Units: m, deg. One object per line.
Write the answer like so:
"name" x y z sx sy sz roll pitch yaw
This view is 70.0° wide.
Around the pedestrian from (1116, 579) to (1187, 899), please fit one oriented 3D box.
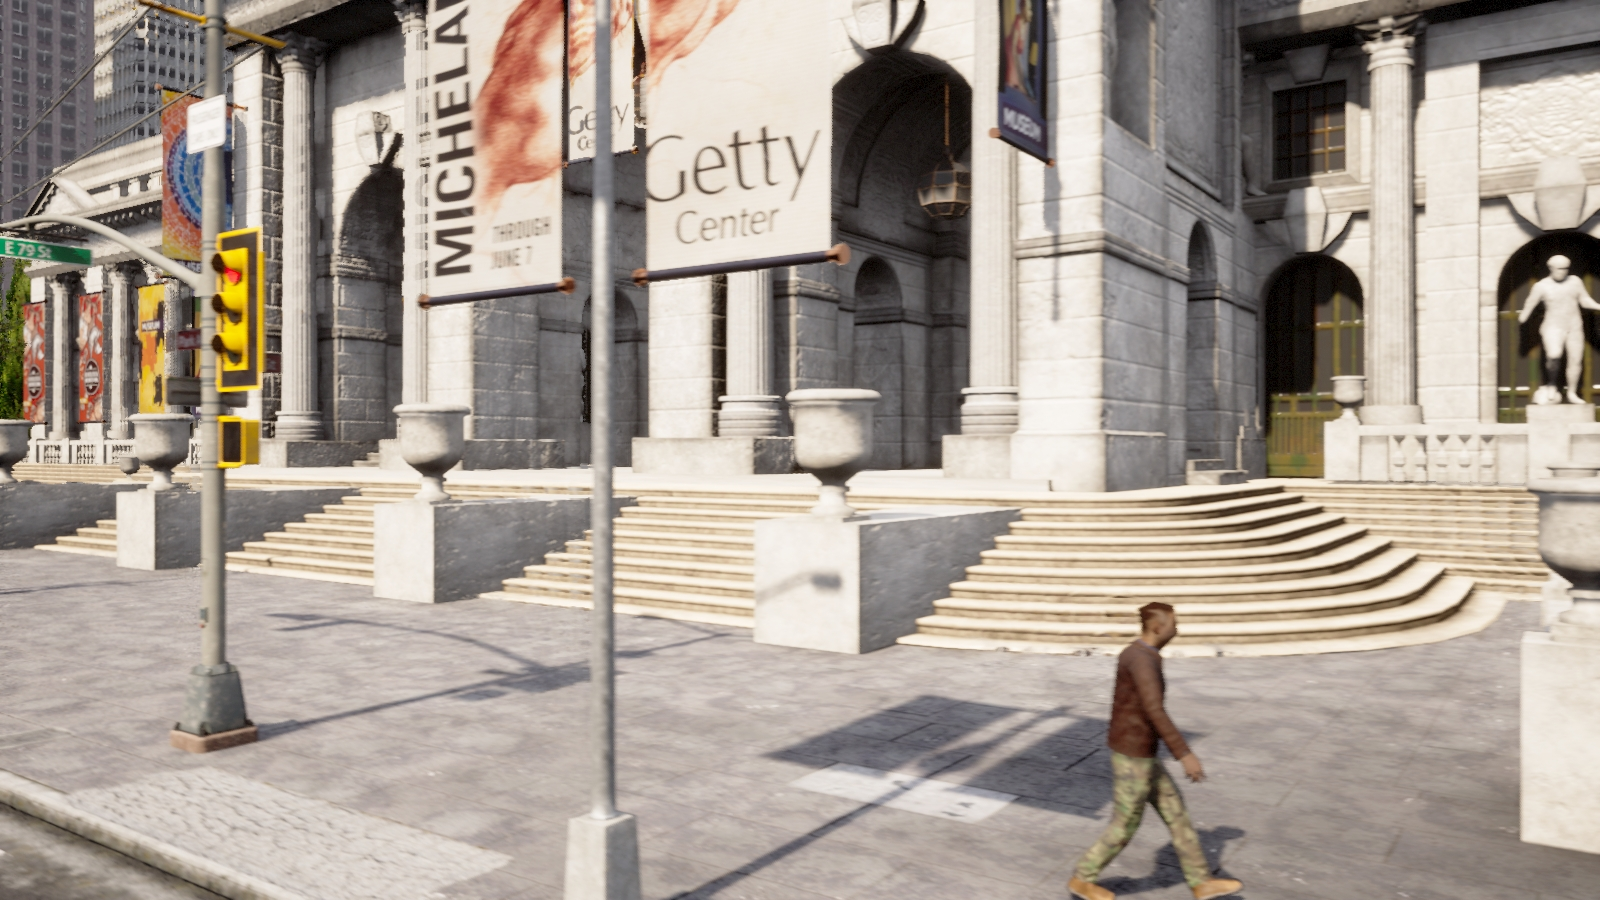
"pedestrian" 2.009 1.696 6.560 0.375 1.860 0.375 0 0 15
